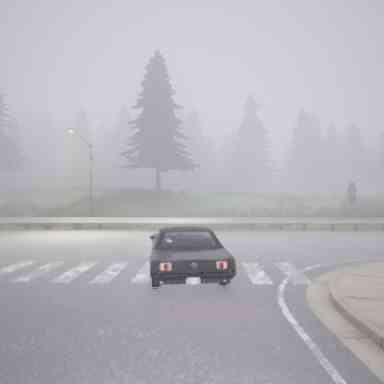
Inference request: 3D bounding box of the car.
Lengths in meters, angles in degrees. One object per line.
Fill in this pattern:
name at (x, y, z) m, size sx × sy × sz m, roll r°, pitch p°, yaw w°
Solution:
car at (-0.225, 1.597, 9.272) m, size 1.895 × 1.301 × 4.718 m, roll 0°, pitch 0°, yaw -7°
